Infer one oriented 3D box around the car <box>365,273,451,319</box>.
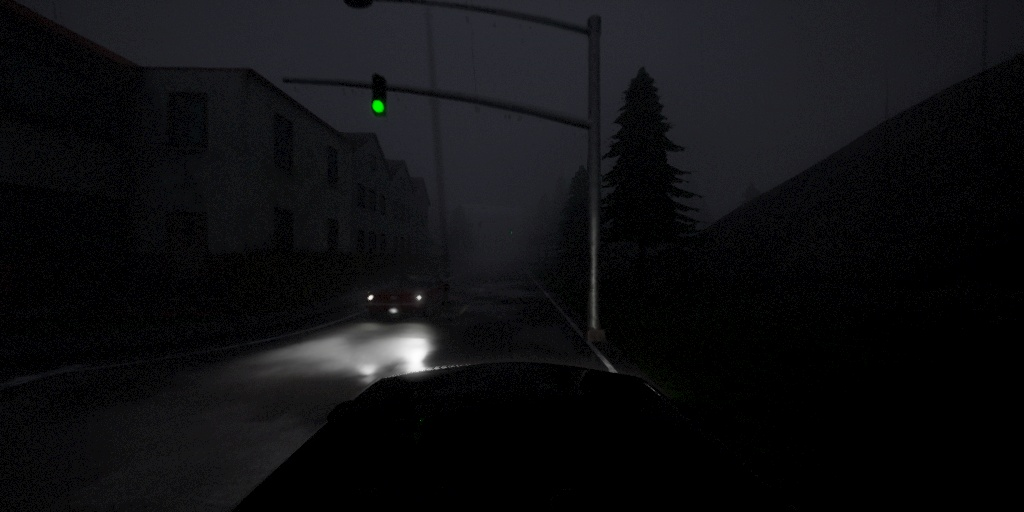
[{"bbox_3d":[-3.496,1.312,12.845,1.895,1.301,4.718,0,0,0],"label":"car"}]
